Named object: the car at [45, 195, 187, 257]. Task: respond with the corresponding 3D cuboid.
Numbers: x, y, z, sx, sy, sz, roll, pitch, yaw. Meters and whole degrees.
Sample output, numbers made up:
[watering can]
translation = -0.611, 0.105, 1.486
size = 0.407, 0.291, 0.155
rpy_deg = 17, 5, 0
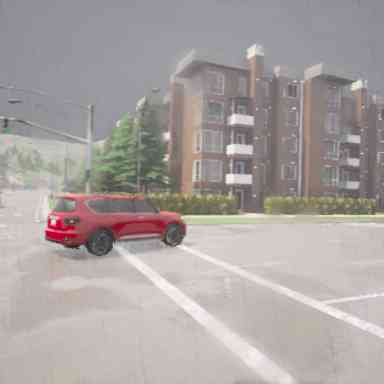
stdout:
[car]
translation = -2.680, 1.140, 12.880
size = 2.150, 2.045, 5.566
rpy_deg = 0, -1, 45
